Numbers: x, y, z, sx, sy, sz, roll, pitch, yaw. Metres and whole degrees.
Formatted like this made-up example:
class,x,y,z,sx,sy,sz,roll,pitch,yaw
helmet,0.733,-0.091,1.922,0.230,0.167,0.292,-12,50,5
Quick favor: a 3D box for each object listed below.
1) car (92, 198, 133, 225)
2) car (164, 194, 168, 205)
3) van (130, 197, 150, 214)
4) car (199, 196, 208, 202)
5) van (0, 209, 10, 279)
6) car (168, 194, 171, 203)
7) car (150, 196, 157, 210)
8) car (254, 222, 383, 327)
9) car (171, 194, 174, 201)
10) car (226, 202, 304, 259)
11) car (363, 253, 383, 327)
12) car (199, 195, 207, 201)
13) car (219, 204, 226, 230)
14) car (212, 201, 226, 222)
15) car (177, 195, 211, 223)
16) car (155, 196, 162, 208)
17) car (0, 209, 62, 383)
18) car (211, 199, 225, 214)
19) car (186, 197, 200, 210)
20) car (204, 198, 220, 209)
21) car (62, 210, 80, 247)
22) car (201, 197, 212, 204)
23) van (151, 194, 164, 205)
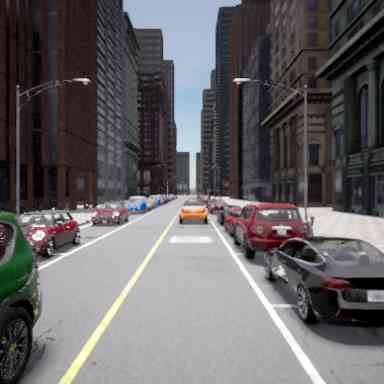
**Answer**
class,x,y,z,sx,sy,sz,roll,pitch,yaw
car,-5.765,1.460,23.894,1.967,1.590,4.097,0,0,0
car,-5.766,1.495,57.713,1.967,1.590,4.097,0,0,0
van,-5.766,1.370,35.167,1.690,1.788,3.998,0,0,0
car,2.759,1.666,80.265,1.802,1.307,4.206,0,0,0
van,-5.765,1.347,6.984,1.690,1.788,3.998,0,0,0
car,-5.766,1.377,63.350,2.192,1.841,5.009,0,0,0
car,-5.765,1.560,40.634,1.752,1.417,4.829,0,0,0
car,2.760,1.572,6.993,1.947,1.339,4.313,0,0,0
car,-5.765,1.642,74.623,1.947,1.339,4.313,0,0,0
car,2.760,1.325,12.630,2.192,1.841,5.009,0,0,0
car,2.760,1.441,1.356,1.967,1.590,4.097,0,0,0
car,2.759,1.533,85.902,1.967,1.590,4.097,0,0,0
car,2.760,1.559,18.266,1.887,1.381,4.507,0,0,0
car,2.760,1.585,23.902,1.947,1.339,4.313,0,0,0
car,0.102,1.374,25.980,2.097,1.767,4.553,0,0,0
car,-5.765,1.592,46.440,2.008,1.369,4.403,0,0,0
car,-3.100,1.224,2.306,2.150,2.045,5.566,0,0,0
car,2.760,1.469,35.174,1.967,1.590,4.097,0,0,0
car,0.100,1.545,45.930,1.837,1.490,4.892,0,0,0
car,2.760,1.606,46.447,1.947,1.339,4.313,0,0,0
car,-5.765,1.451,12.620,1.967,1.590,4.097,0,0,0
car,2.760,1.643,63.356,1.802,1.307,4.206,0,0,0
van,-5.766,1.389,52.077,1.690,1.788,3.998,0,0,0
